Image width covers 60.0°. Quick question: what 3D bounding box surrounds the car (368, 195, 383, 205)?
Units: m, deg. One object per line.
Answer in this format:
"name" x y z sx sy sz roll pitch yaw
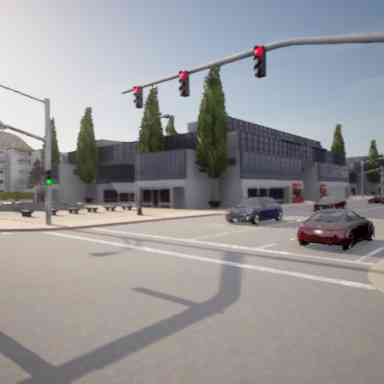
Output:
"car" 25.615 1.083 45.538 1.895 1.301 4.718 0 1 43

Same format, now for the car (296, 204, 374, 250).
"car" 5.975 1.402 13.665 1.994 1.385 4.181 0 1 42

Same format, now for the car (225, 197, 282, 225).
"car" 4.201 1.144 22.350 2.097 1.767 4.553 0 1 43

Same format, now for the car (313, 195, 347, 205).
"car" 13.552 1.106 32.534 1.882 1.535 5.008 0 1 43
